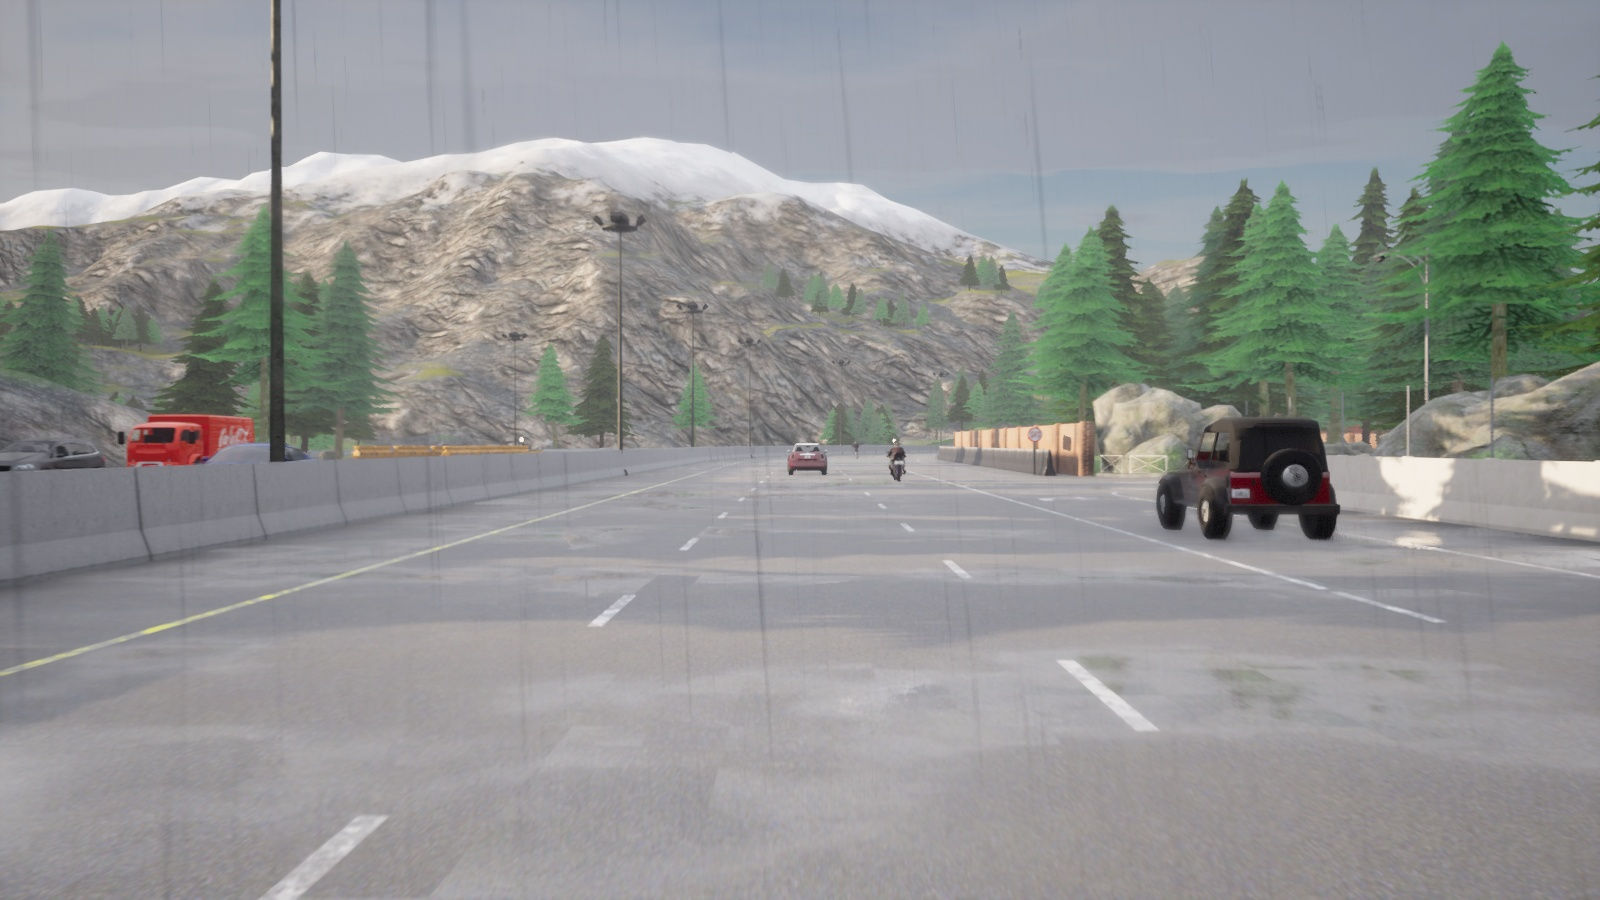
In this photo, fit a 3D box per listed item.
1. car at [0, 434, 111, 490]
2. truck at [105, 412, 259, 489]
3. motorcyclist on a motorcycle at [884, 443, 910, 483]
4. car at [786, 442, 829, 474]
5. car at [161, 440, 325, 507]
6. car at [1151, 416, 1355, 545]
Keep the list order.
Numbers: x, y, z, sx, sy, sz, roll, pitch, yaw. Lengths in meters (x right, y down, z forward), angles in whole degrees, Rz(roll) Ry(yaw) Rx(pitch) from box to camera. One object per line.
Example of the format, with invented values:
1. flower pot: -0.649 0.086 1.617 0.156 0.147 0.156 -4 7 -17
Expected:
1. car: -24.258 0.348 39.875 2.242 1.667 4.611 0 0 0
2. truck: -20.742 0.006 42.490 2.627 2.467 5.204 0 0 0
3. motorcyclist on a motorcycle: 3.795 0.507 49.249 0.866 1.530 2.191 0 0 0
4. car: 0.360 0.370 60.621 1.970 1.475 3.806 0 0 0
5. car: -13.806 0.535 31.490 1.882 1.535 5.008 0 0 0
6. car: 7.130 0.434 20.193 1.905 1.878 3.866 0 0 0
